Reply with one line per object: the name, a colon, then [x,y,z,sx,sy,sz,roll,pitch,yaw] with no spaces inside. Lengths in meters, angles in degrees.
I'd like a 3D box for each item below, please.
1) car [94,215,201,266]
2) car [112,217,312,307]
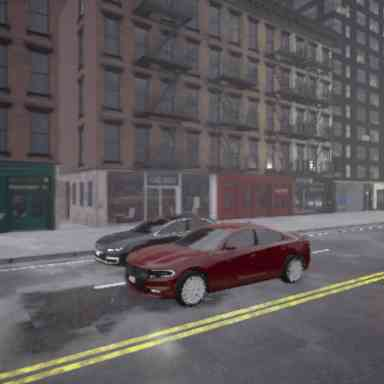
car: [-0.738,1.546,11.064,4.892,1.490,1.837,0,0,-35]
car: [0.837,1.510,8.201,5.008,1.535,1.882,0,0,-35]
